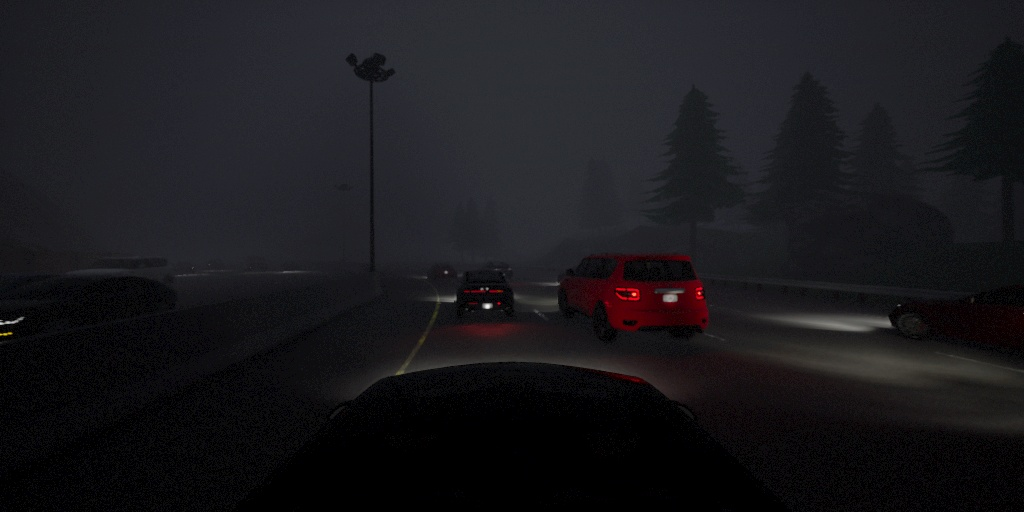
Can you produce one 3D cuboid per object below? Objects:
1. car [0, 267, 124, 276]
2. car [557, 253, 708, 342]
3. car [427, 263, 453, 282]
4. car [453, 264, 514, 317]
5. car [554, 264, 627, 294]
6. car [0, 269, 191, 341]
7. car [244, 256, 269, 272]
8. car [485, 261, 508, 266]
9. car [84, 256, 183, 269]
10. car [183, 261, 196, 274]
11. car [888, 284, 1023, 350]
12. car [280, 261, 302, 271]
[{"bbox_3d":[-15.038,1.266,10.721,1.882,1.535,5.008,0,0,-10],"label":"car"},{"bbox_3d":[2.887,0.935,9.886,2.150,2.045,5.566,0,0,-6],"label":"car"},{"bbox_3d":[-5.975,1.257,30.352,1.994,1.385,4.181,0,0,-22],"label":"car"},{"bbox_3d":[-1.105,1.227,13.043,1.837,1.490,4.892,0,0,-9],"label":"car"},{"bbox_3d":[4.419,1.222,21.194,2.033,1.411,5.357,0,0,-14],"label":"car"},{"bbox_3d":[-11.332,1.281,9.392,1.837,1.490,4.892,0,0,-8],"label":"car"},{"bbox_3d":[-33.721,0.983,47.268,2.150,2.045,5.566,0,0,-43],"label":"car"},{"bbox_3d":[-1.392,1.171,28.192,2.128,1.511,4.902,0,0,-19],"label":"car"},{"bbox_3d":[-20.536,1.010,19.075,2.150,2.045,5.566,0,0,-18],"label":"car"},{"bbox_3d":[-37.785,1.324,41.339,1.812,1.442,4.674,0,0,-42],"label":"car"},{"bbox_3d":[10.148,1.218,6.731,1.812,1.442,4.674,0,0,-3],"label":"car"},{"bbox_3d":[-29.395,1.307,47.685,1.994,1.385,4.181,0,0,-42],"label":"car"}]
